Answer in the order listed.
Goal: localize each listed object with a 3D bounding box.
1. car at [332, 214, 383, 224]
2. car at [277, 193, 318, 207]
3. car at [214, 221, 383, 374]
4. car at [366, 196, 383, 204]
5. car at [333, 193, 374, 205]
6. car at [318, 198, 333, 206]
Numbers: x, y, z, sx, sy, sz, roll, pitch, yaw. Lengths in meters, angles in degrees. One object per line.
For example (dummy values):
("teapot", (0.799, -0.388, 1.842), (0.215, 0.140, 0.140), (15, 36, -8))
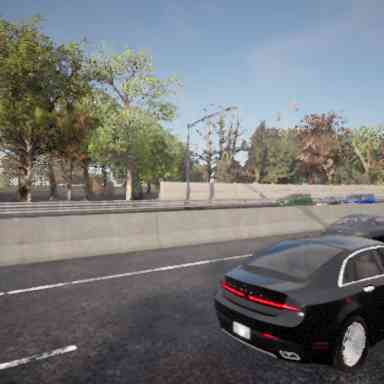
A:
("car", (6.841, 1.548, 12.936), (4.181, 1.385, 1.994), (0, 0, -35))
("car", (13.565, 1.186, 43.655), (5.566, 2.045, 2.150), (0, 0, -36))
("car", (2.612, 1.499, 5.643), (4.892, 1.490, 1.837), (0, 0, -35))
("car", (21.554, 1.472, 36.558), (4.892, 1.490, 1.837), (0, 0, -35))
("car", (19.667, 1.190, 39.509), (5.566, 2.045, 2.150), (0, 0, -35))
("car", (17.667, 1.458, 42.380), (4.902, 1.511, 2.128), (0, 0, -35))
